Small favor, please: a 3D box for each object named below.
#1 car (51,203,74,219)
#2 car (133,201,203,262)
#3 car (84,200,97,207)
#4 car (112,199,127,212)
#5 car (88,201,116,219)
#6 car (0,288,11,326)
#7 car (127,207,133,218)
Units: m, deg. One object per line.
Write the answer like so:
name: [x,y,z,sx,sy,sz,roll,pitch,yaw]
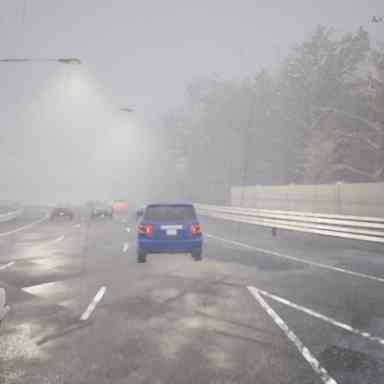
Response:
car: [-12.394,1.813,32.028,1.812,1.442,4.674,0,-1,-18]
car: [-0.937,1.332,12.817,2.150,2.045,5.566,0,0,-7]
car: [-17.943,2.127,59.733,1.895,1.301,4.718,0,-1,-32]
car: [-10.335,1.749,45.803,2.097,1.767,4.553,0,-1,-24]
car: [-8.809,1.884,32.323,1.895,1.301,4.718,0,0,-18]
car: [-3.575,1.627,2.822,1.895,1.301,4.718,-1,0,-2]
car: [-4.516,1.786,30.437,1.812,1.442,4.674,0,0,-18]
